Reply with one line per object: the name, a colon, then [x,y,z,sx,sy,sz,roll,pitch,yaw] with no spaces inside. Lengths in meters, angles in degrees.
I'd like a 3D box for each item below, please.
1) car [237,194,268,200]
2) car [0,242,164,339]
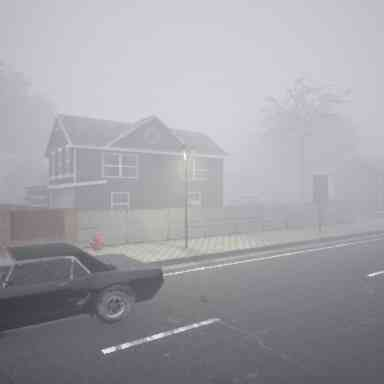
car: [7.805,1.270,41.426,2.150,2.045,5.566,0,0,-35]
car: [-2.932,1.601,5.588,4.718,1.301,1.895,0,0,-35]
